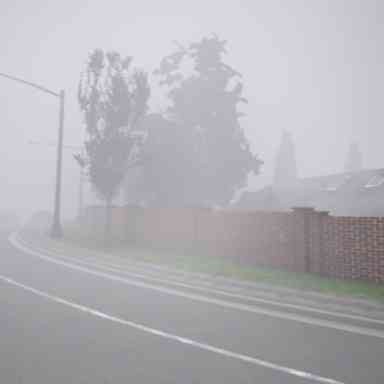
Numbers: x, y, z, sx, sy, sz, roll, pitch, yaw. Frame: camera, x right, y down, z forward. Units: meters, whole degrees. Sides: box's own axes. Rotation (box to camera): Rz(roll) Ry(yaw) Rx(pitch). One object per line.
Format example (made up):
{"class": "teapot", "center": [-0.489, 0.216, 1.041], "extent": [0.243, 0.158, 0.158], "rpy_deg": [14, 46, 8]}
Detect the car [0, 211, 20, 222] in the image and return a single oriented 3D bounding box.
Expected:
{"class": "car", "center": [-26.032, 3.404, 46.724], "extent": [1.994, 1.385, 4.181], "rpy_deg": [1, -3, -1]}

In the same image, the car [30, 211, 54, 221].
{"class": "car", "center": [-22.350, 3.556, 50.061], "extent": [1.882, 1.535, 5.008], "rpy_deg": [0, -3, 2]}
